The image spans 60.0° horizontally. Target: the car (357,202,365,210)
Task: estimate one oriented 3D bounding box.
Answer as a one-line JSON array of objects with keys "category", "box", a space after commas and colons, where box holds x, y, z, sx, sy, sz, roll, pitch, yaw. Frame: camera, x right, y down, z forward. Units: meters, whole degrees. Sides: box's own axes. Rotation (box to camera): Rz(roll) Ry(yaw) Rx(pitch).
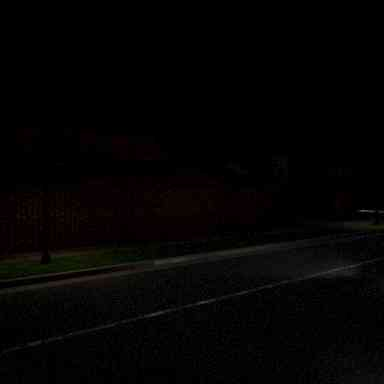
[{"category": "car", "box": [18.048, 1.401, 39.258, 1.994, 1.385, 4.181, 0, 0, -35]}]
